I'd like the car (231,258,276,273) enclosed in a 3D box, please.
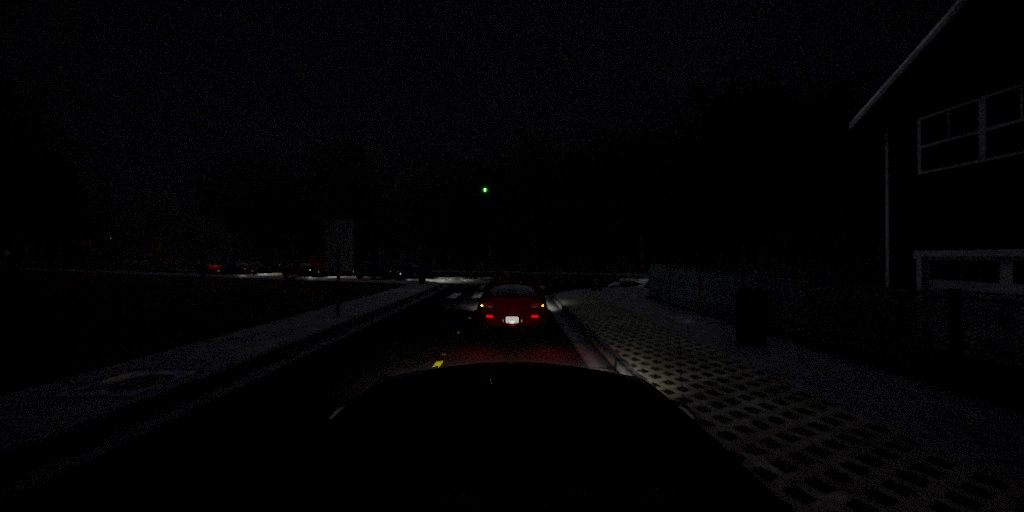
[{"bbox_3d":[-32.018,1.325,44.184,5.008,1.535,1.882,0,0,24],"label":"car"}]

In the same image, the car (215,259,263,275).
[{"bbox_3d":[-30.421,1.353,39.949,4.674,1.442,1.812,0,0,23],"label":"car"}]

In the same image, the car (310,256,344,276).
[{"bbox_3d":[-19.607,1.044,38.797,5.566,2.045,2.150,0,0,23],"label":"car"}]

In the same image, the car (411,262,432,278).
[{"bbox_3d":[-10.039,1.285,34.661,5.008,1.535,1.882,0,0,25],"label":"car"}]

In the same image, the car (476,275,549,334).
[{"bbox_3d":[0.017,1.290,10.518,1.812,1.442,4.674,0,0,0],"label":"car"}]

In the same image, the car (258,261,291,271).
[{"bbox_3d":[-34.810,1.411,52.609,4.674,1.442,1.812,0,0,24],"label":"car"}]

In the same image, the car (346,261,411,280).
[{"bbox_3d":[-11.881,1.284,31.921,4.902,1.511,2.128,0,0,23],"label":"car"}]

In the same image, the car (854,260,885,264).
[{"bbox_3d":[24.451,1.212,23.517,5.008,1.535,1.882,0,0,23],"label":"car"}]

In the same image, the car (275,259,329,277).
[{"bbox_3d":[-20.961,1.336,35.844,4.674,1.442,1.812,0,0,24],"label":"car"}]
